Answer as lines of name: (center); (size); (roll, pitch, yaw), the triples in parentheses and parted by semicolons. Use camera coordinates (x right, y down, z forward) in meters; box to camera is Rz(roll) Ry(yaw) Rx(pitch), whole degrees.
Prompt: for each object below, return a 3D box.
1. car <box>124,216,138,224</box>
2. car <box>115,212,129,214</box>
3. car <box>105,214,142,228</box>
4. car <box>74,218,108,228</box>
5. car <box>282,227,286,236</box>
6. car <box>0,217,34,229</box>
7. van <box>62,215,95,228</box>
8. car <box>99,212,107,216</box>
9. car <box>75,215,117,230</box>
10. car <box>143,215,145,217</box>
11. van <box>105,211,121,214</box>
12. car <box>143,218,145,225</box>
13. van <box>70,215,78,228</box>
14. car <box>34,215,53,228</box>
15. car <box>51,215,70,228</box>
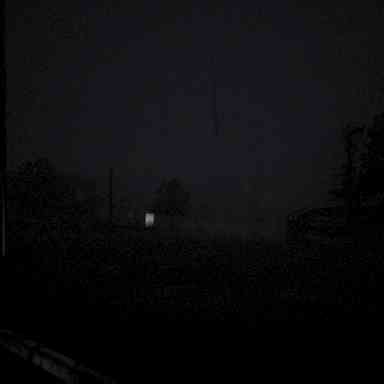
car: (-16.071, 7.386, 87.688); (1.946, 1.575, 5.366); (0, 1, 9)
car: (-18.729, 7.212, 88.969); (2.185, 1.767, 4.553); (0, 1, 10)
car: (-13.264, 5.825, 64.177); (5.566, 2.045, 2.435); (0, -5, 5)
car: (-16.964, 5.237, 55.932); (4.892, 1.521, 2.231); (0, -5, 4)
car: (20.072, 8.232, 68.571); (2.185, 1.767, 4.553); (1, 1, 5)
car: (-23.178, 3.874, 42.208); (4.674, 1.452, 2.002); (0, -5, 4)
van: (-18.093, 4.732, 53.212); (4.442, 1.987, 1.878); (0, -6, 4)
car: (-23.945, 7.227, 92.040); (2.231, 1.521, 4.892); (0, 1, 10)
car: (-12.516, 4.258, 43.780); (1.882, 1.535, 5.008); (-1, -6, 23)
car: (-13.598, 7.484, 85.887); (2.163, 1.488, 4.792); (1, 1, 9)
van: (-21.318, 7.053, 90.626); (1.878, 1.987, 4.442); (0, 1, 10)
car: (-12.006, 6.395, 66.893); (4.674, 1.452, 2.002); (0, -5, 4)
van: (-19.337, 4.452, 50.465); (4.442, 1.987, 1.878); (0, -6, 5)
car: (-21.949, 4.155, 44.962); (4.674, 1.452, 2.002); (0, -6, 4)
car: (-20.887, 4.391, 47.720); (5.366, 1.575, 1.946); (0, -5, 4)
